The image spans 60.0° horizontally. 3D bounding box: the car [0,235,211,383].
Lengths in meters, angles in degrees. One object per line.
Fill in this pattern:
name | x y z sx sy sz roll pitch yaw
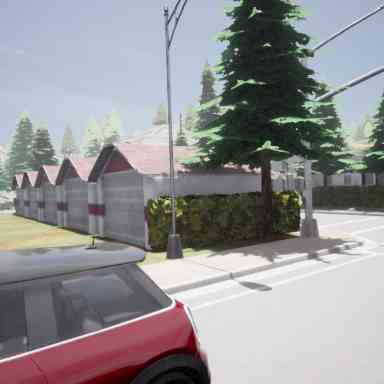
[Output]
car | -2.108 1.355 2.491 4.553 1.767 2.097 -2 1 -36
